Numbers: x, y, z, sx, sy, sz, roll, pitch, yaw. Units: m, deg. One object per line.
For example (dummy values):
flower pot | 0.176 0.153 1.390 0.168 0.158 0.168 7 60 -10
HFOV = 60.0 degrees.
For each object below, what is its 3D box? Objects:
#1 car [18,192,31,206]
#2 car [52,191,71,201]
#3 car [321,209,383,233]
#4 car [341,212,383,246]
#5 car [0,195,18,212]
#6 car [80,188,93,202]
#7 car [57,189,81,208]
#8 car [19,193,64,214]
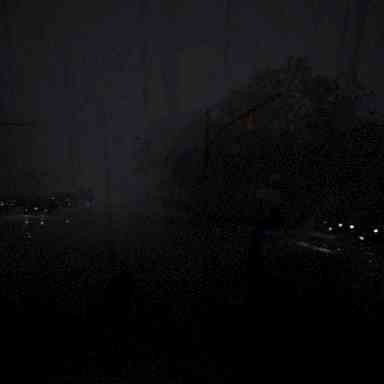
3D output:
car | -17.159 0.797 34.889 1.882 1.535 5.008 1 1 -10
car | -20.212 0.636 51.568 1.994 1.385 4.181 1 1 -12
car | 10.162 1.692 18.800 5.357 1.411 2.033 1 0 -13
car | 9.594 1.755 15.078 4.718 1.301 1.895 1 0 -13
car | -15.614 0.950 25.893 1.812 1.442 4.674 1 0 -9
car | -16.647 0.390 51.668 2.150 2.045 5.566 1 1 -11
car | -13.808 0.752 36.047 2.097 1.767 4.553 1 0 -10
car | -12.338 1.063 27.548 1.994 1.385 4.181 1 0 -10
